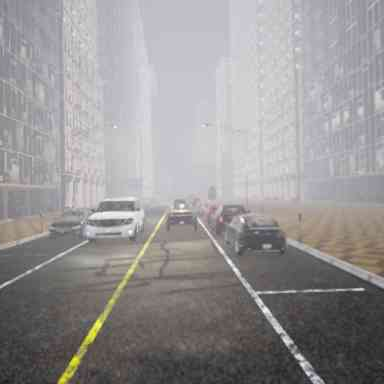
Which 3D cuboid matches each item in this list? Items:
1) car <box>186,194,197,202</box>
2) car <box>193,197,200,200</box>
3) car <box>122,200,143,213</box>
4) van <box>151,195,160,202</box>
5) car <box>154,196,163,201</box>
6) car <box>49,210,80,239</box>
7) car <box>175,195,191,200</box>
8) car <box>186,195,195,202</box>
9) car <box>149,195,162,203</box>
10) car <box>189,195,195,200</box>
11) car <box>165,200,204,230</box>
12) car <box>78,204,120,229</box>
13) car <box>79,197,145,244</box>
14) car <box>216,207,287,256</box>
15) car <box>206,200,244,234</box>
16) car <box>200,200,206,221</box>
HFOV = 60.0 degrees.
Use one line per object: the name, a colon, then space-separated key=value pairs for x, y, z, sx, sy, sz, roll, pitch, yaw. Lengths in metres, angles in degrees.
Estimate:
car: x=-0.215 y=1.329 z=75.297 sx=2.192 sy=1.841 sz=5.009 roll=-1 pitch=0 yaw=-2
car: x=1.383 y=1.520 z=35.506 sx=2.008 sy=1.369 sz=4.403 roll=-1 pitch=0 yaw=-2
car: x=-7.218 y=1.697 z=40.877 sx=1.887 sy=1.381 sz=4.507 roll=-1 pitch=0 yaw=-2
van: x=-8.815 y=1.539 z=80.669 sx=1.690 sy=1.788 sz=3.998 roll=-1 pitch=0 yaw=-2
car: x=-9.268 y=1.765 z=92.038 sx=2.008 sy=1.369 sz=4.403 roll=-1 pitch=0 yaw=-2
car: x=-6.306 y=1.683 z=18.139 sx=2.008 sy=1.369 sz=4.403 roll=-1 pitch=0 yaw=-2
car: x=-1.382 y=1.536 z=39.487 sx=1.837 sy=1.490 sz=4.892 roll=-1 pitch=1 yaw=-2
car: x=-0.439 y=1.566 z=80.981 sx=1.887 sy=1.381 sz=4.507 roll=-1 pitch=0 yaw=-2
car: x=-8.584 y=1.741 z=74.985 sx=2.008 sy=1.369 sz=4.403 roll=-1 pitch=0 yaw=-2
car: x=0.700 y=1.553 z=52.558 sx=1.947 sy=1.339 sz=4.313 roll=-1 pitch=0 yaw=-2
car: x=-0.649 y=1.505 z=20.969 sx=2.128 sy=1.511 sz=4.902 roll=-1 pitch=0 yaw=-2
car: x=-6.534 y=1.681 z=23.823 sx=1.887 sy=1.381 sz=4.507 roll=-1 pitch=0 yaw=-2
car: x=-3.665 y=1.296 z=16.873 sx=2.150 sy=2.045 sz=5.566 roll=-1 pitch=0 yaw=-2
car: x=2.294 y=1.501 z=12.768 sx=2.008 sy=1.369 sz=4.403 roll=-1 pitch=0 yaw=-2
car: x=2.065 y=1.395 z=18.452 sx=1.967 sy=1.590 sz=4.097 roll=-1 pitch=0 yaw=-2
car: x=1.839 y=1.504 z=24.137 sx=1.887 sy=1.381 sz=4.507 roll=-1 pitch=0 yaw=-2
